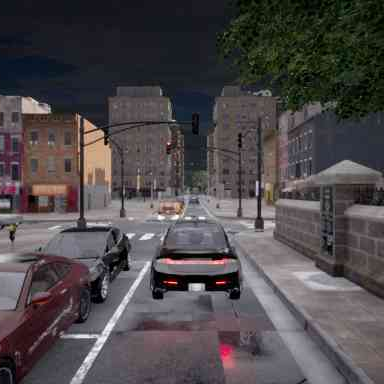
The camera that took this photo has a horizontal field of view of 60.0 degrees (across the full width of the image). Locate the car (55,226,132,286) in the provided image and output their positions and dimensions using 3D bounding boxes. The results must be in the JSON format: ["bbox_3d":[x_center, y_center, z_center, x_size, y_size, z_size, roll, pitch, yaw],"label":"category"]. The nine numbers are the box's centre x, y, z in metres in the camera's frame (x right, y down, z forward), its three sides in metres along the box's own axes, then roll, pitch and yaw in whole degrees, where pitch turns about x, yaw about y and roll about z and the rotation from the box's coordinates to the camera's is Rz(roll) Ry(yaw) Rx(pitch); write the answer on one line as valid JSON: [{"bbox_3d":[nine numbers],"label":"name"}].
[{"bbox_3d":[-2.629,1.565,8.207,1.947,1.339,4.313,0,0,0],"label":"car"}]

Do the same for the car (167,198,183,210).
[{"bbox_3d":[-2.253,1.553,44.733,1.994,1.385,4.181,0,0,0],"label":"car"}]

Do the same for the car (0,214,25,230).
[{"bbox_3d":[-13.303,1.728,21.118,4.718,1.301,1.895,-1,0,0],"label":"car"}]

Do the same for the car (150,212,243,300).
[{"bbox_3d":[0.093,1.491,8.386,2.128,1.511,4.902,0,0,0],"label":"car"}]

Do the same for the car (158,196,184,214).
[{"bbox_3d":[-2.286,1.343,34.782,2.097,1.767,4.553,0,0,1],"label":"car"}]

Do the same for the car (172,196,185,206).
[{"bbox_3d":[-2.243,1.477,56.309,2.128,1.511,4.902,0,0,0],"label":"car"}]

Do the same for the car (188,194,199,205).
[{"bbox_3d":[0.343,1.509,60.418,1.812,1.442,4.674,0,0,0],"label":"car"}]

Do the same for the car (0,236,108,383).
[{"bbox_3d":[-2.632,1.582,4.545,1.802,1.307,4.206,0,0,0],"label":"car"}]
